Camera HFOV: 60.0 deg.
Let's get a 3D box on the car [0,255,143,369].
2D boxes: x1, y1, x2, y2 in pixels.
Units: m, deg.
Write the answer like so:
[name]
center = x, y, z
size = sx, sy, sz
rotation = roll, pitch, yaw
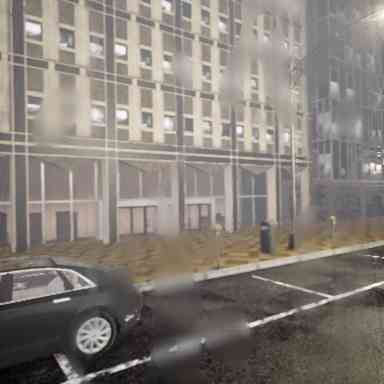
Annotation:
[car]
center = -2.835, 1.634, 4.526
size = 4.403, 1.369, 2.008
rotation = 0, -1, -35
